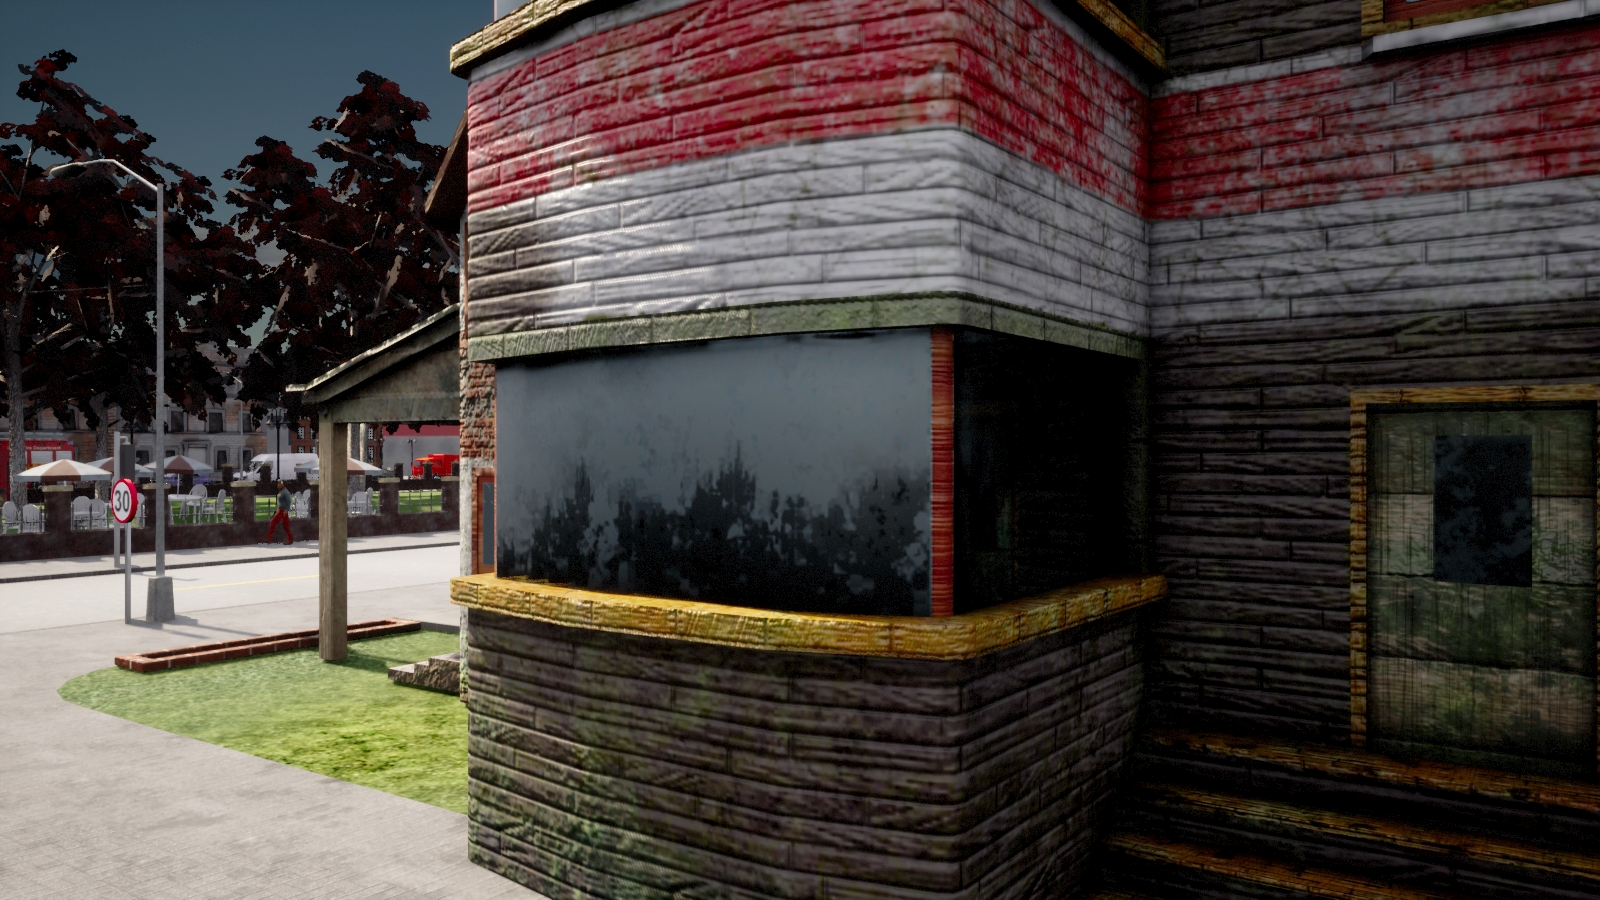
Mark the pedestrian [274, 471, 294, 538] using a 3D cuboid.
[{"bbox_3d":[-14.419,1.517,31.939,0.375,1.860,0.375,0,0,36],"label":"pedestrian"}]
